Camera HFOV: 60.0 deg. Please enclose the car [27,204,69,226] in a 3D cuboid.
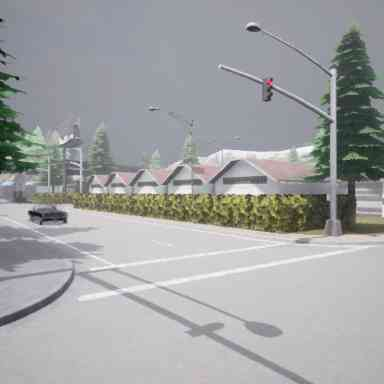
[{"bbox_3d":[-10.528,1.583,24.188,1.895,1.301,4.718,0,0,-36],"label":"car"}]
